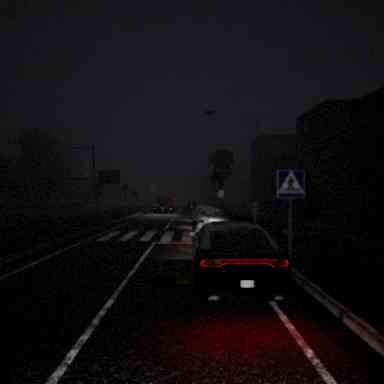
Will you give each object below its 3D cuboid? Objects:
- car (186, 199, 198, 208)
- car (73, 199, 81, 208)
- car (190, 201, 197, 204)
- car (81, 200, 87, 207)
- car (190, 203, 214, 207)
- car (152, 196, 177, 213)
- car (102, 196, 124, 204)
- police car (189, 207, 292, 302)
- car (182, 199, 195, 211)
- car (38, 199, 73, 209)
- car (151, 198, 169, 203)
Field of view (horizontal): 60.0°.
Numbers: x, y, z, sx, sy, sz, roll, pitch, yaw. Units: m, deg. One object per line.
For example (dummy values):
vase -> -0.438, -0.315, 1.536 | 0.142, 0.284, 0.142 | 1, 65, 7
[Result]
car -> -0.042, 2.062, 59.001 | 2.033, 1.411, 5.357 | 0, -1, 0
car -> -21.992, 1.932, 56.067 | 4.892, 1.521, 2.231 | 0, -1, 0
car -> 0.935, 1.623, 24.260 | 1.812, 1.442, 4.674 | 0, -1, 0
car -> -22.001, 1.971, 59.340 | 5.008, 1.535, 2.097 | 0, -1, 0
car -> 0.939, 1.551, 18.255 | 1.812, 1.442, 4.674 | 0, -1, 0
car -> -3.388, 1.520, 40.814 | 2.150, 2.045, 5.566 | 0, -1, 0
car -> -21.966, 2.362, 90.971 | 5.008, 1.535, 2.097 | 0, -1, 0
police car -> 0.955, 1.388, 8.352 | 1.930, 1.638, 5.238 | 0, 0, 0
car -> -0.026, 1.917, 45.387 | 1.994, 1.385, 4.181 | 0, -1, 0
car -> -21.997, 1.931, 52.791 | 4.674, 1.452, 2.002 | 0, -1, 0
car -> -8.884, 2.406, 93.727 | 4.892, 1.521, 2.231 | 0, -1, 0
